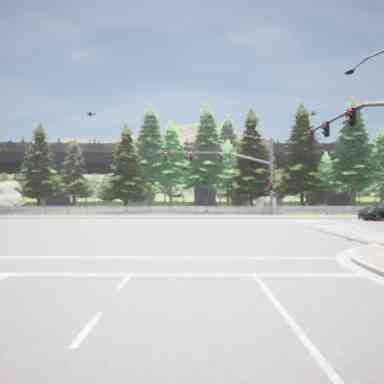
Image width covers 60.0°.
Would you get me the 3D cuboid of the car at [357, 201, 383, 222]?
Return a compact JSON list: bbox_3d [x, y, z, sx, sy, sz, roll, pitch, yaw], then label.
[{"bbox_3d":[16.372,1.524,27.828,4.553,1.767,2.097,0,0,0],"label":"car"}]
